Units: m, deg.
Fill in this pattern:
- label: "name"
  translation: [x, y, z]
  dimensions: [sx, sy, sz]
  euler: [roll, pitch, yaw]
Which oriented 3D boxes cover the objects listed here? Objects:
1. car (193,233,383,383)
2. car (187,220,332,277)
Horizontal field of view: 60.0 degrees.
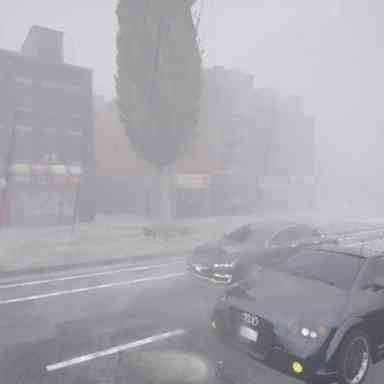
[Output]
- label: "car"
  translation: [2.336, 1.609, 5.354]
  dimensions: [4.181, 1.385, 1.994]
  euler: [0, 0, -36]
- label: "car"
  translation: [2.125, 1.565, 9.195]
  dimensions: [4.892, 1.490, 1.837]
  euler: [0, 0, -36]
